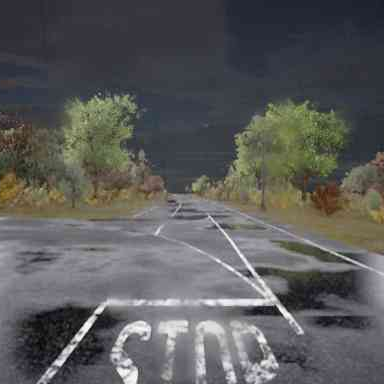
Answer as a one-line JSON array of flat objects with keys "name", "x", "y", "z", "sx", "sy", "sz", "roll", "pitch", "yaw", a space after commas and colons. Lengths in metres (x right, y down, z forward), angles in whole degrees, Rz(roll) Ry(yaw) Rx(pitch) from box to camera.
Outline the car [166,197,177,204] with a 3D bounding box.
[{"name": "car", "x": -3.931, "y": 1.680, "z": 63.490, "sx": 1.895, "sy": 1.301, "sz": 4.718, "roll": 0, "pitch": 0, "yaw": -1}]
